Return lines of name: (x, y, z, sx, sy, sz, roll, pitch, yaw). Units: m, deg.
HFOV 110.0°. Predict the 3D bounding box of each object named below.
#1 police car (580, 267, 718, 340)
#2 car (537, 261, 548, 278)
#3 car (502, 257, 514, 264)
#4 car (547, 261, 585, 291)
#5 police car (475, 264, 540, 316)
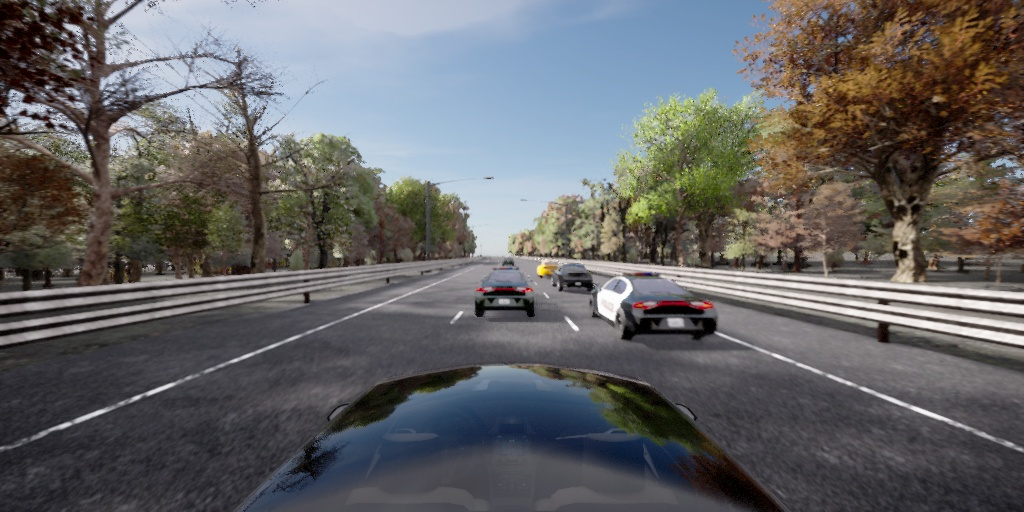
police car: (3.489, 1.233, 10.052, 2.038, 1.542, 4.974, 0, 0, 0)
car: (3.322, 1.146, 32.126, 1.882, 1.535, 5.008, 0, 0, -1)
car: (-0.658, 0.929, 62.953, 2.097, 1.767, 4.553, 0, 0, -1)
car: (3.428, 1.203, 21.089, 1.837, 1.490, 4.892, 0, 0, 0)
police car: (-0.206, 1.222, 13.393, 2.038, 1.542, 4.974, 0, 0, 1)
